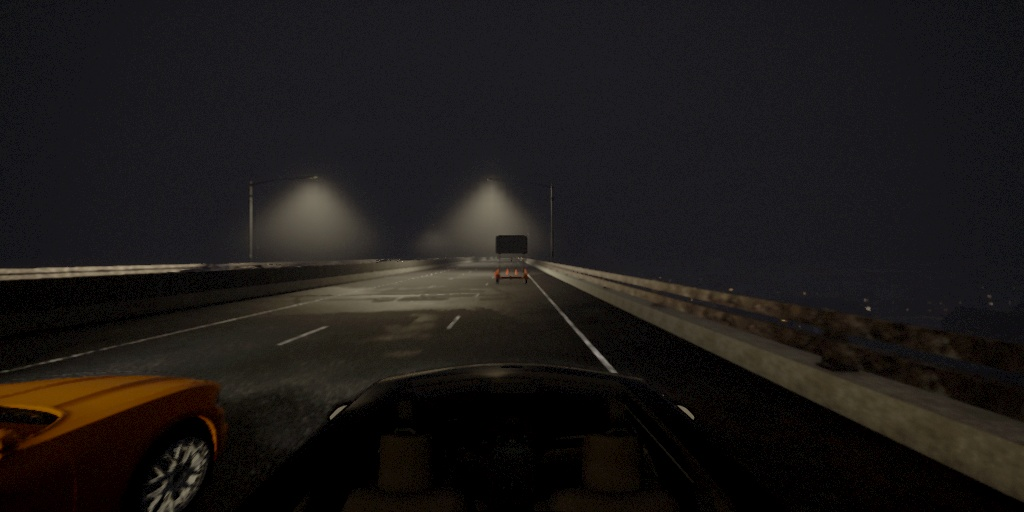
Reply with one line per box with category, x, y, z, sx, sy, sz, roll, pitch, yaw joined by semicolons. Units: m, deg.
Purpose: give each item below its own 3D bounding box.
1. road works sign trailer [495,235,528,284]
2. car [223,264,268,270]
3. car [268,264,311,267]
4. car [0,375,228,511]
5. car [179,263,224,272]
road works sign trailer;-0.022;0.219;26.684;2.380;3.560;2.880;0;0;0
car;-21.101;1.353;29.989;1.895;1.301;4.718;0;0;0
car;-17.597;1.317;29.745;1.994;1.385;4.181;0;0;0
car;-3.400;1.227;1.050;1.882;1.535;5.008;0;0;0
car;-24.596;1.299;29.495;2.033;1.411;5.357;0;0;0
